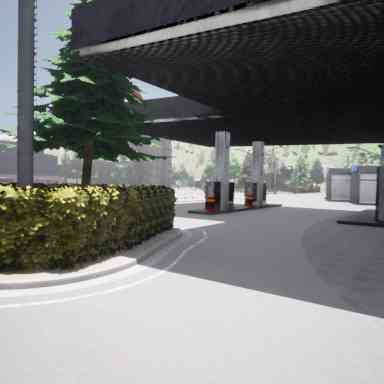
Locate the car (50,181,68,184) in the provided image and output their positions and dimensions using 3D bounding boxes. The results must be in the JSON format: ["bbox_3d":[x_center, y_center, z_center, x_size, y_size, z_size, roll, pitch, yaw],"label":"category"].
[{"bbox_3d":[-26.895,-1.263,65.395,3.866,1.878,1.905,2,2,35],"label":"car"}]

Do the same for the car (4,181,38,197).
[{"bbox_3d":[-21.836,-0.467,42.376,4.605,1.855,1.932,2,2,35],"label":"car"}]

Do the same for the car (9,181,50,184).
[{"bbox_3d":[-17.290,-0.181,35.168,3.866,1.878,1.905,2,2,35],"label":"car"}]

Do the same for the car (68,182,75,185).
[{"bbox_3d":[-25.562,-1.289,68.009,4.605,1.855,1.932,2,2,35],"label":"car"}]

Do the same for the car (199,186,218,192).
[{"bbox_3d":[4.447,-0.908,91.114,4.892,1.490,1.837,2,2,34],"label":"car"}]

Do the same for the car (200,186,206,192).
[{"bbox_3d":[4.768,-0.333,65.602,5.027,1.636,2.152,2,2,35],"label":"car"}]
